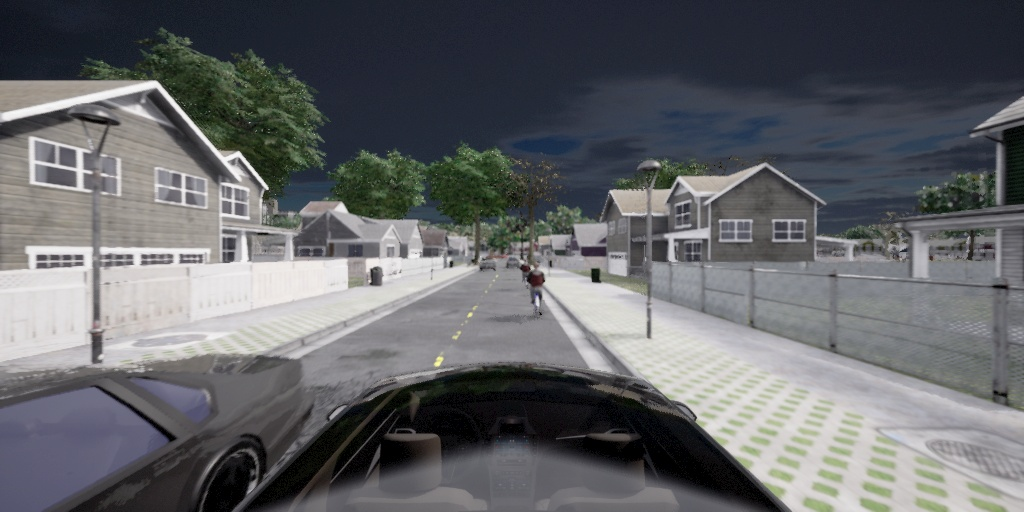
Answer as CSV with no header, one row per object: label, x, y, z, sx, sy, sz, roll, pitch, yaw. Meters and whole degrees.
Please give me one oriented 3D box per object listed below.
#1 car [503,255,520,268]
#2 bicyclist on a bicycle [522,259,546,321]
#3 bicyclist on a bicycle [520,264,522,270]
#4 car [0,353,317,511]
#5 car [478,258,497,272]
car,0.093,0.973,54.867,2.128,1.511,4.902,0,0,0
bicyclist on a bicycle,0.757,1.071,11.233,0.659,1.776,1.843,0,1,0
bicyclist on a bicycle,0.756,1.025,20.234,0.659,1.776,1.843,0,1,0
car,-2.849,1.300,1.181,2.033,1.411,5.357,0,0,0
car,-2.841,1.048,42.663,1.837,1.490,4.892,0,0,0
